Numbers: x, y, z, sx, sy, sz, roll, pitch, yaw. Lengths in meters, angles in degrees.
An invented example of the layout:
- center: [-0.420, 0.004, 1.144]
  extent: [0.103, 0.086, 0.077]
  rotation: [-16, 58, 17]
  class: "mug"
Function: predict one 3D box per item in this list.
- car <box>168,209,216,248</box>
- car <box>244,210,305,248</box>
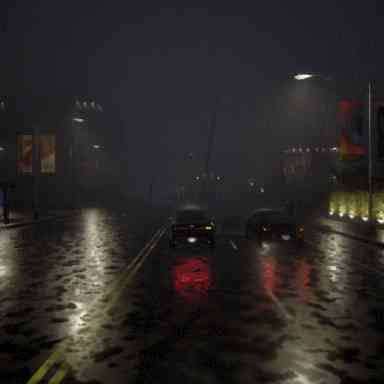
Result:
- center: [0.000, 1.515, 14.650]
  extent: [1.837, 1.490, 4.892]
  rotation: [0, 0, 0]
  class: "car"
- center: [3.500, 1.531, 14.650]
  extent: [1.812, 1.442, 4.674]
  rotation: [0, 0, 0]
  class: "car"
